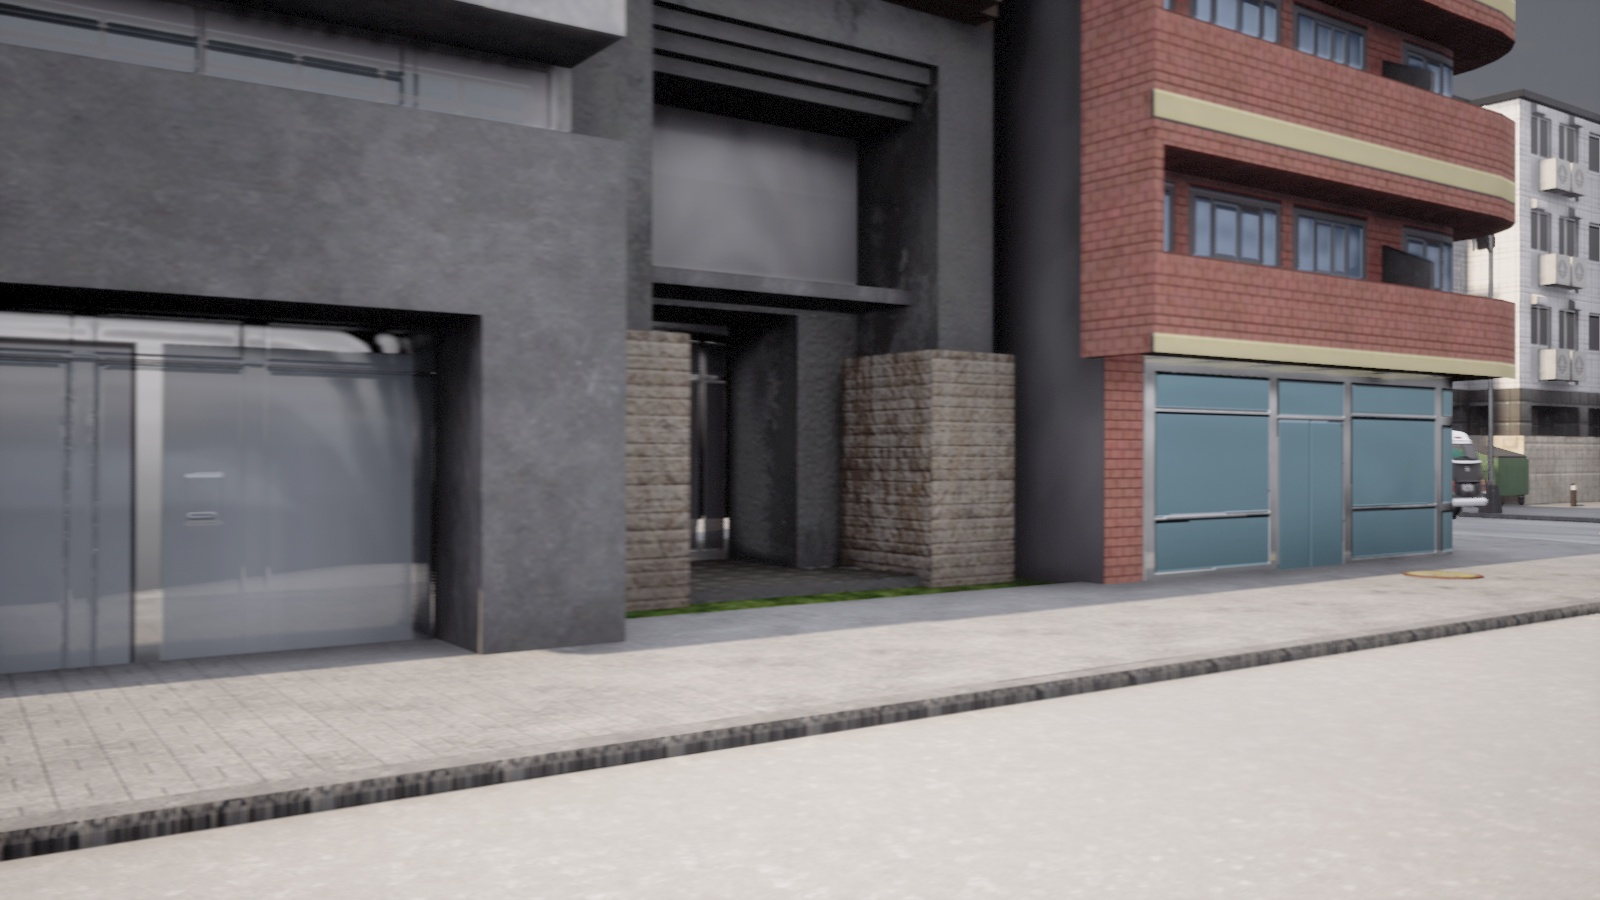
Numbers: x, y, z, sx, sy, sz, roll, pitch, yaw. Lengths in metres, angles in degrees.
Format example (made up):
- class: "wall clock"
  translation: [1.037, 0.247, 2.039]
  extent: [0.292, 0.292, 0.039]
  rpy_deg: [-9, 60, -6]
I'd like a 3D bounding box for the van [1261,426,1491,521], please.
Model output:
- class: "van"
  translation: [13.370, 0.512, 29.414]
  extent: [2.069, 2.038, 4.480]
  rpy_deg: [0, 0, -34]
